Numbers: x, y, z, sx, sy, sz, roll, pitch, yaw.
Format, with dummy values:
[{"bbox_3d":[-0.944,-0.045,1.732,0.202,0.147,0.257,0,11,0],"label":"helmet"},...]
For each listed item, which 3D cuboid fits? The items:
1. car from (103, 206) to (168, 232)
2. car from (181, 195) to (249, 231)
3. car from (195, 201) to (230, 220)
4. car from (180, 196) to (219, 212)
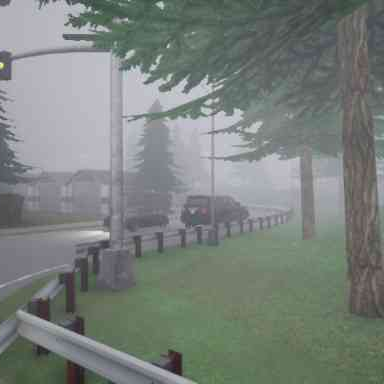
[{"bbox_3d":[-3.343,1.544,20.347,1.994,1.385,4.181,0,0,35],"label":"car"},{"bbox_3d":[1.565,1.202,20.804,2.150,2.045,5.566,0,0,35],"label":"car"},{"bbox_3d":[1.883,1.543,28.843,1.994,1.385,4.181,0,0,19],"label":"car"},{"bbox_3d":[0.826,1.337,39.335,2.097,1.767,4.553,0,0,-42],"label":"car"}]
